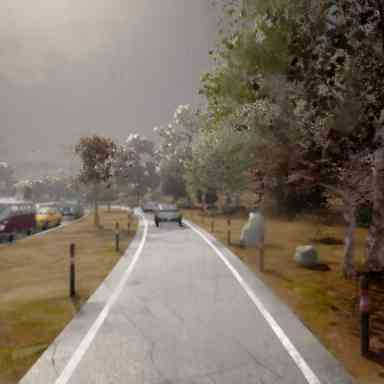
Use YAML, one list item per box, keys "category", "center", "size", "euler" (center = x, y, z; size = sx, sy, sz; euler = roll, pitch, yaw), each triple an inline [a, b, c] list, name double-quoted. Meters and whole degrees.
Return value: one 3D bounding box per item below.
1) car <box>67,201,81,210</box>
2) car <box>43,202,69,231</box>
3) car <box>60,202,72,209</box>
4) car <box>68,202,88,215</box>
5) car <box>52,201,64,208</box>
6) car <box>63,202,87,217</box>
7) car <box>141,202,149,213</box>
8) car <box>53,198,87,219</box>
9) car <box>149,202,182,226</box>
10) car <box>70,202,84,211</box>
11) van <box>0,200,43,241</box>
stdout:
- category: "car"
  center: [-23.358, 2.653, 65.676]
  size: [2.231, 1.521, 4.892]
  euler: [0, -2, -24]
- category: "car"
  center: [-10.353, 1.733, 22.845]
  size: [1.946, 1.575, 5.366]
  euler: [2, -2, -7]
- category: "car"
  center: [-28.866, 2.984, 76.267]
  size: [2.002, 1.452, 4.674]
  euler: [0, -1, -29]
- category: "car"
  center: [-15.284, 2.165, 44.833]
  size: [2.231, 1.521, 4.892]
  euler: [2, -2, -16]
- category: "car"
  center: [-34.321, 3.168, 85.277]
  size: [2.097, 1.535, 5.008]
  euler: [-2, -1, -31]
- category: "car"
  center: [-13.763, 2.050, 39.454]
  size: [2.231, 1.521, 4.892]
  euler: [2, -2, -15]
- category: "car"
  center: [-5.138, 1.856, 41.091]
  size: [1.994, 1.385, 4.181]
  euler: [0, -1, -14]
- category: "car"
  center: [-12.416, 1.684, 33.997]
  size: [2.435, 2.045, 5.566]
  euler: [2, -2, -13]
- category: "car"
  center: [-1.826, 1.591, 24.247]
  size: [2.128, 1.511, 4.902]
  euler: [0, 0, -8]
- category: "car"
  center: [-20.792, 2.504, 59.894]
  size: [2.097, 1.535, 5.008]
  euler: [-1, -1, -23]
- category: "van"
  center: [-9.630, 1.430, 17.379]
  size: [1.878, 1.987, 4.442]
  euler: [2, -2, -9]
